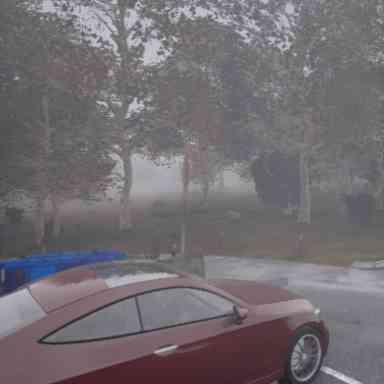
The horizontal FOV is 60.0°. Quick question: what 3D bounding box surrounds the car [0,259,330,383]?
[{"bbox_3d":[-0.468,1.520,3.721,4.674,1.452,2.002,0,0,-33],"label":"car"}]
